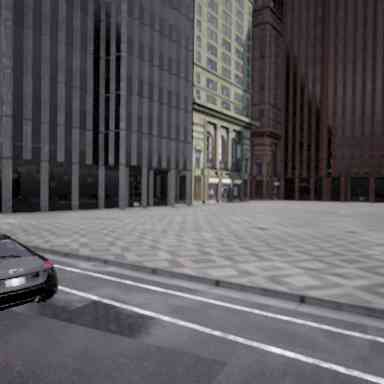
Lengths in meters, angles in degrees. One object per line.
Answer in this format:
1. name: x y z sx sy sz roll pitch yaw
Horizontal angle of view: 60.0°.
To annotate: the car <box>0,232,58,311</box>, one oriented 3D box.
1. car: -4.712 1.544 7.020 4.181 1.385 1.994 0 0 36
